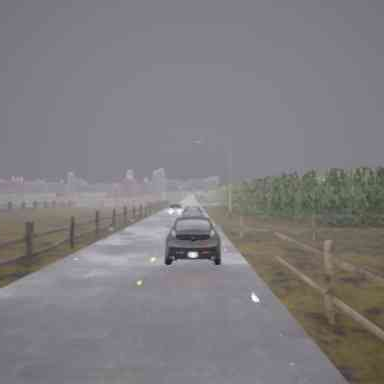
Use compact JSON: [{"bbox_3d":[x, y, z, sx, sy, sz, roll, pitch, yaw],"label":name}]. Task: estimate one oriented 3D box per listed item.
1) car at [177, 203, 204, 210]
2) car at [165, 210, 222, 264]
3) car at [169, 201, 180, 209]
[{"bbox_3d":[0.061,1.881,27.816,1.994,1.385,4.181,0,-1,1],"label":"car"},{"bbox_3d":[0.049,1.648,12.412,1.837,1.490,4.892,0,0,1],"label":"car"},{"bbox_3d":[-2.783,2.239,56.571,1.895,1.301,4.718,0,-1,1],"label":"car"}]
